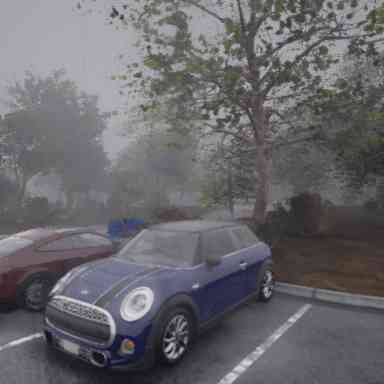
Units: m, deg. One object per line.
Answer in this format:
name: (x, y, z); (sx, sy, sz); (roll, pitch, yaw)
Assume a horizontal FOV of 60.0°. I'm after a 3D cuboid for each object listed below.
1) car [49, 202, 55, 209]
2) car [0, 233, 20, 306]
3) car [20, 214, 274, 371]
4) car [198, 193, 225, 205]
car: (-25.355, 2.355, 57.371); (1.882, 1.535, 5.008); (-3, -2, 35)
car: (-2.851, 1.519, 7.795); (2.002, 1.452, 4.674); (0, 0, 35)
car: (-0.228, 1.351, 6.014); (2.185, 1.767, 4.553); (0, 0, 35)
car: (3.651, 1.301, 57.234); (5.566, 2.045, 2.150); (-2, -1, 35)
